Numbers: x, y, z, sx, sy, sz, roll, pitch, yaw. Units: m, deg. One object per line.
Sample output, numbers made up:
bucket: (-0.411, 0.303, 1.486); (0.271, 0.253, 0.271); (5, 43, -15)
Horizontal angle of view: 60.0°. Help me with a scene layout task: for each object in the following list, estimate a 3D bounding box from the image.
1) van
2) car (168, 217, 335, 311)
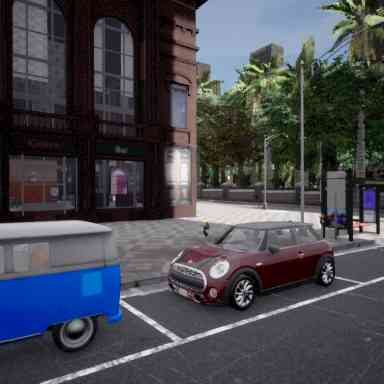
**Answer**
van: (-2.970, 1.341, 4.536); (3.998, 1.788, 1.690); (0, 0, -36)
car: (1.445, 1.439, 7.689); (4.097, 1.590, 1.967); (0, 0, -36)
